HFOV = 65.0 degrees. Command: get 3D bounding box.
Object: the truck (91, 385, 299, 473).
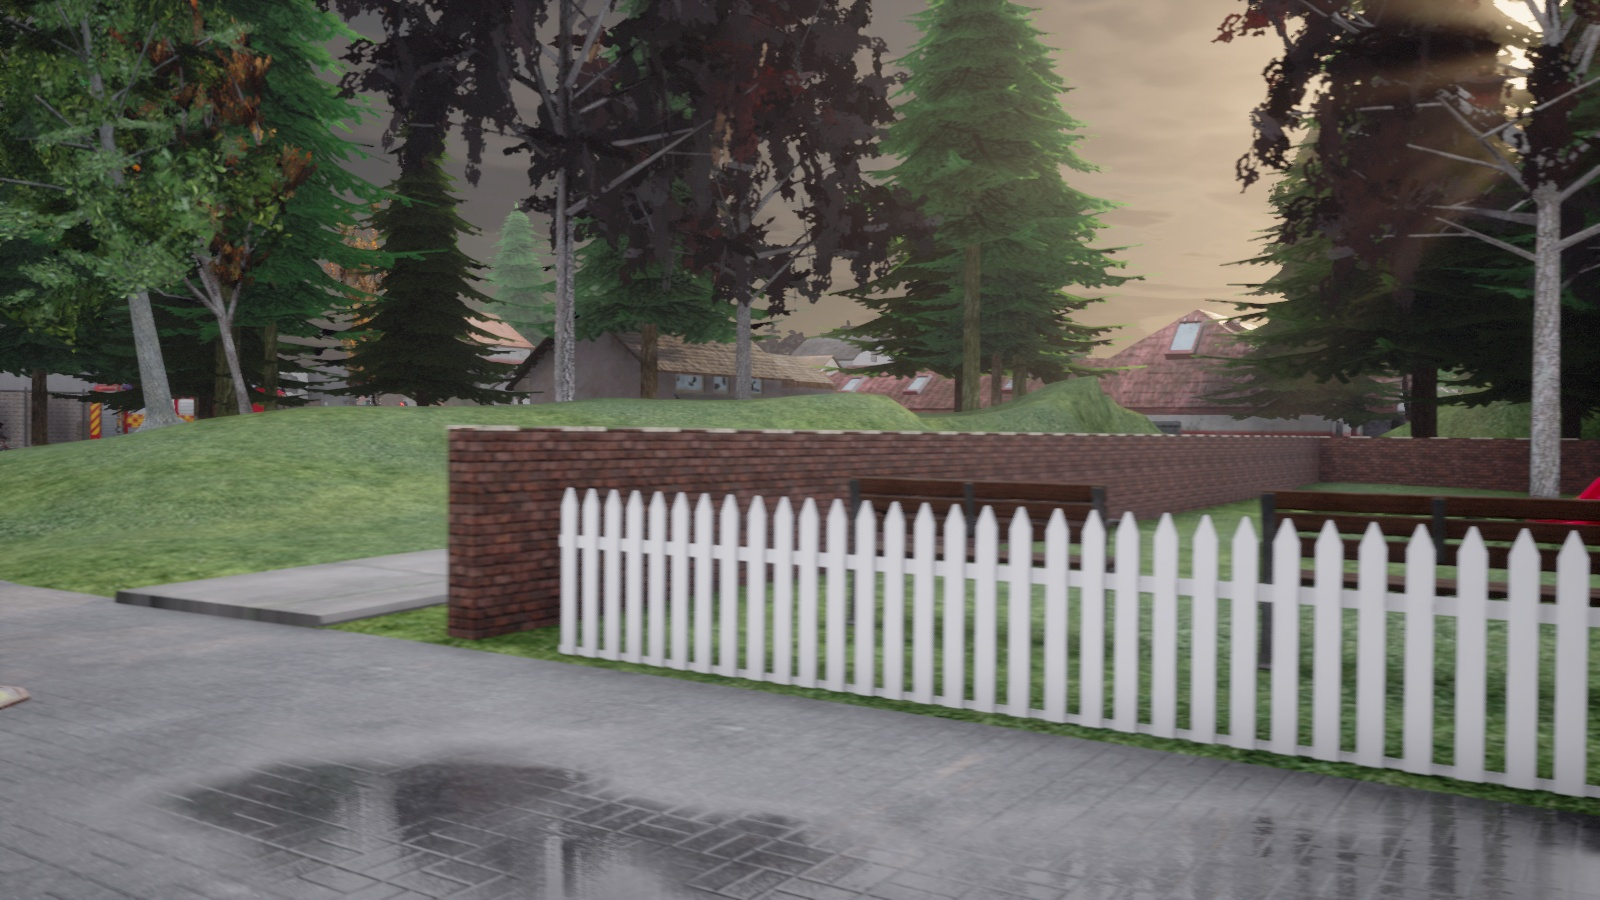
[{"bbox_3d":[-27.998,-0.980,58.623,2.891,3.827,8.468,0,1,32],"label":"truck"}]
